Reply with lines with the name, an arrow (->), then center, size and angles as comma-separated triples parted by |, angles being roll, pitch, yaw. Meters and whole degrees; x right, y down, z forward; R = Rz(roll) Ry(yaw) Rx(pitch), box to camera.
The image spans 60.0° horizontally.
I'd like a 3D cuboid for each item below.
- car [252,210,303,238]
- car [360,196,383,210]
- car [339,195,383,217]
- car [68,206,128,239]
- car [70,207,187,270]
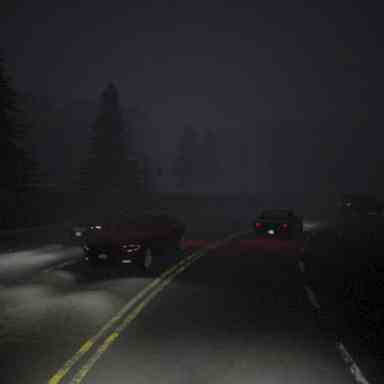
car -> 4.749, 1.604, 17.805 | 1.895, 1.301, 4.718 | 0, 0, 26
car -> 25.359, 1.421, 45.038 | 4.553, 1.767, 2.097 | 0, 0, -22
car -> 16.320, 1.263, 31.935 | 5.566, 2.045, 2.150 | 0, 0, -39
car -> -3.773, 1.456, 15.885 | 2.128, 1.511, 4.902 | 0, 0, 21
car -> -1.661, 1.457, 11.282 | 1.882, 1.535, 5.008 | 0, 0, 17
